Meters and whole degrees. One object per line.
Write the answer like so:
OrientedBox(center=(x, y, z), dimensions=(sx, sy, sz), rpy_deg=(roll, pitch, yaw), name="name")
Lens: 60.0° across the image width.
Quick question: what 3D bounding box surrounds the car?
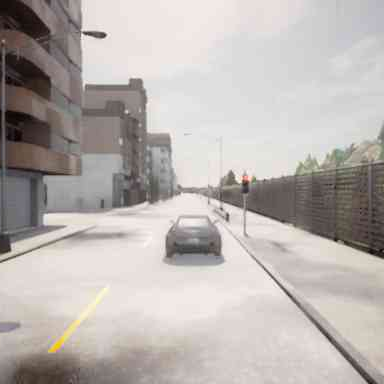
OrientedBox(center=(0.064, 1.539, 12.788), dimensions=(1.994, 1.385, 4.181), rpy_deg=(0, 0, 0), name="car")
